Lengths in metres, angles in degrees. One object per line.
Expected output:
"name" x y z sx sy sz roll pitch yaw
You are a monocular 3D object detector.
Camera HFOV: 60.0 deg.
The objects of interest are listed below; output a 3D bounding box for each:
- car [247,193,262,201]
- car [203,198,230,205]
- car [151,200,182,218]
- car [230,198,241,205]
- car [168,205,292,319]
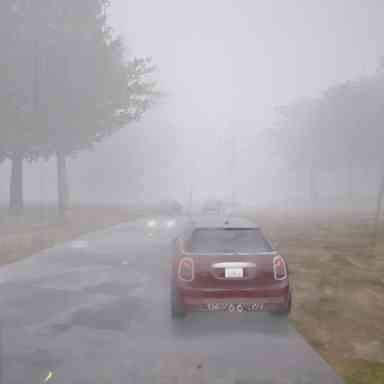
"car" 12.808 0.946 67.800 2.128 1.511 4.902 0 1 29
"car" 2.394 1.524 35.852 2.033 1.411 5.357 0 0 14
"car" -2.176 1.463 29.742 1.882 1.535 5.008 0 0 11
"car" 5.381 1.509 45.731 1.895 1.301 4.718 0 1 22
"car" 0.565 1.348 7.599 2.097 1.767 4.553 0 0 -3
